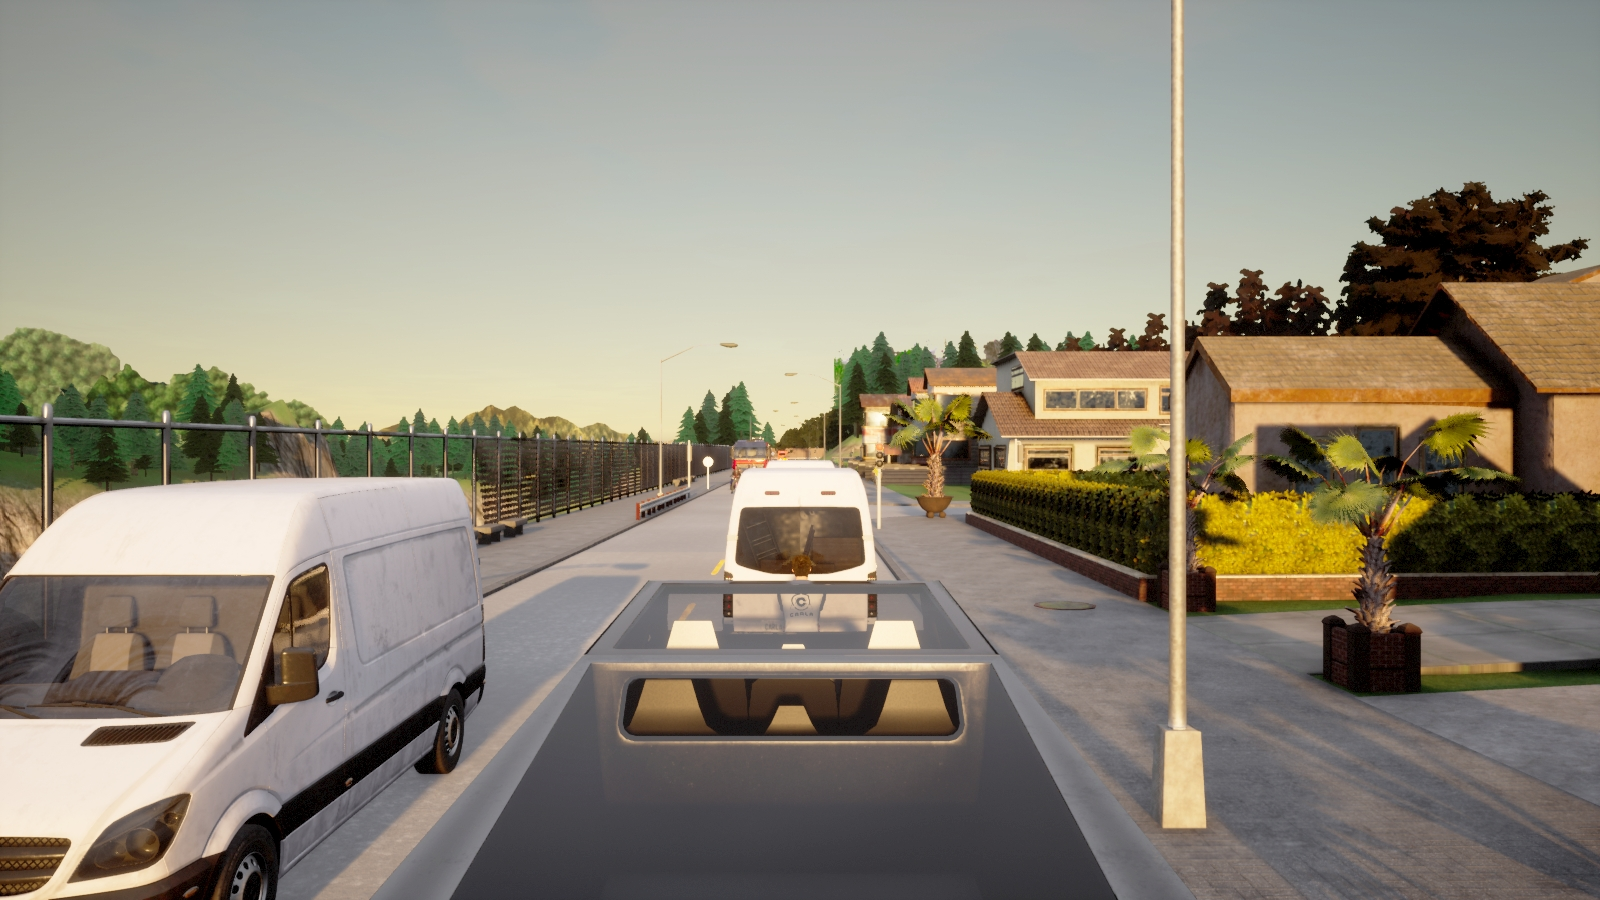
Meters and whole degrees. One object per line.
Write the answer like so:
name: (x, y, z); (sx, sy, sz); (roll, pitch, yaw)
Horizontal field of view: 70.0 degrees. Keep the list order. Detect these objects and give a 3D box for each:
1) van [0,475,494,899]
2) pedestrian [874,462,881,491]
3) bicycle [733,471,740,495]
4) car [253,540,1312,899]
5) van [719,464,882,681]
van: (-3.993, 1.531, 8.228); (1.988, 2.561, 5.915); (0, 0, 0)
pedestrian: (4.945, 1.715, 73.256); (0.375, 1.860, 0.375); (0, 0, -6)
bicycle: (-3.968, 2.032, 71.211); (0.329, 1.471, 1.835); (0, 0, 0)
car: (-0.034, 1.751, 5.716); (2.390, 2.098, 6.274); (0, 0, 0)
van: (0.009, 1.528, 16.844); (1.988, 2.561, 5.915); (0, 0, 0)
